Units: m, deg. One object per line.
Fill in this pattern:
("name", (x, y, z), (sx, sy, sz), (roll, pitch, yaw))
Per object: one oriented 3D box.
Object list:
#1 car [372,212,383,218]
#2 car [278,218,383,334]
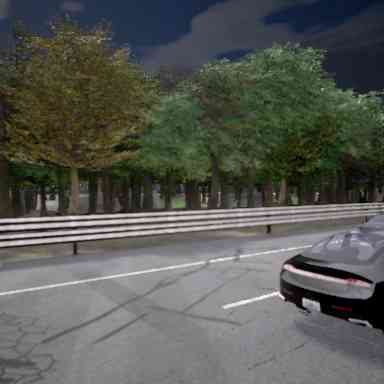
("car", (9.005, 1.546, 14.471), (4.181, 1.385, 1.994), (0, 0, -35))
("car", (3.780, 1.488, 6.442), (4.902, 1.511, 2.128), (0, 0, -35))
